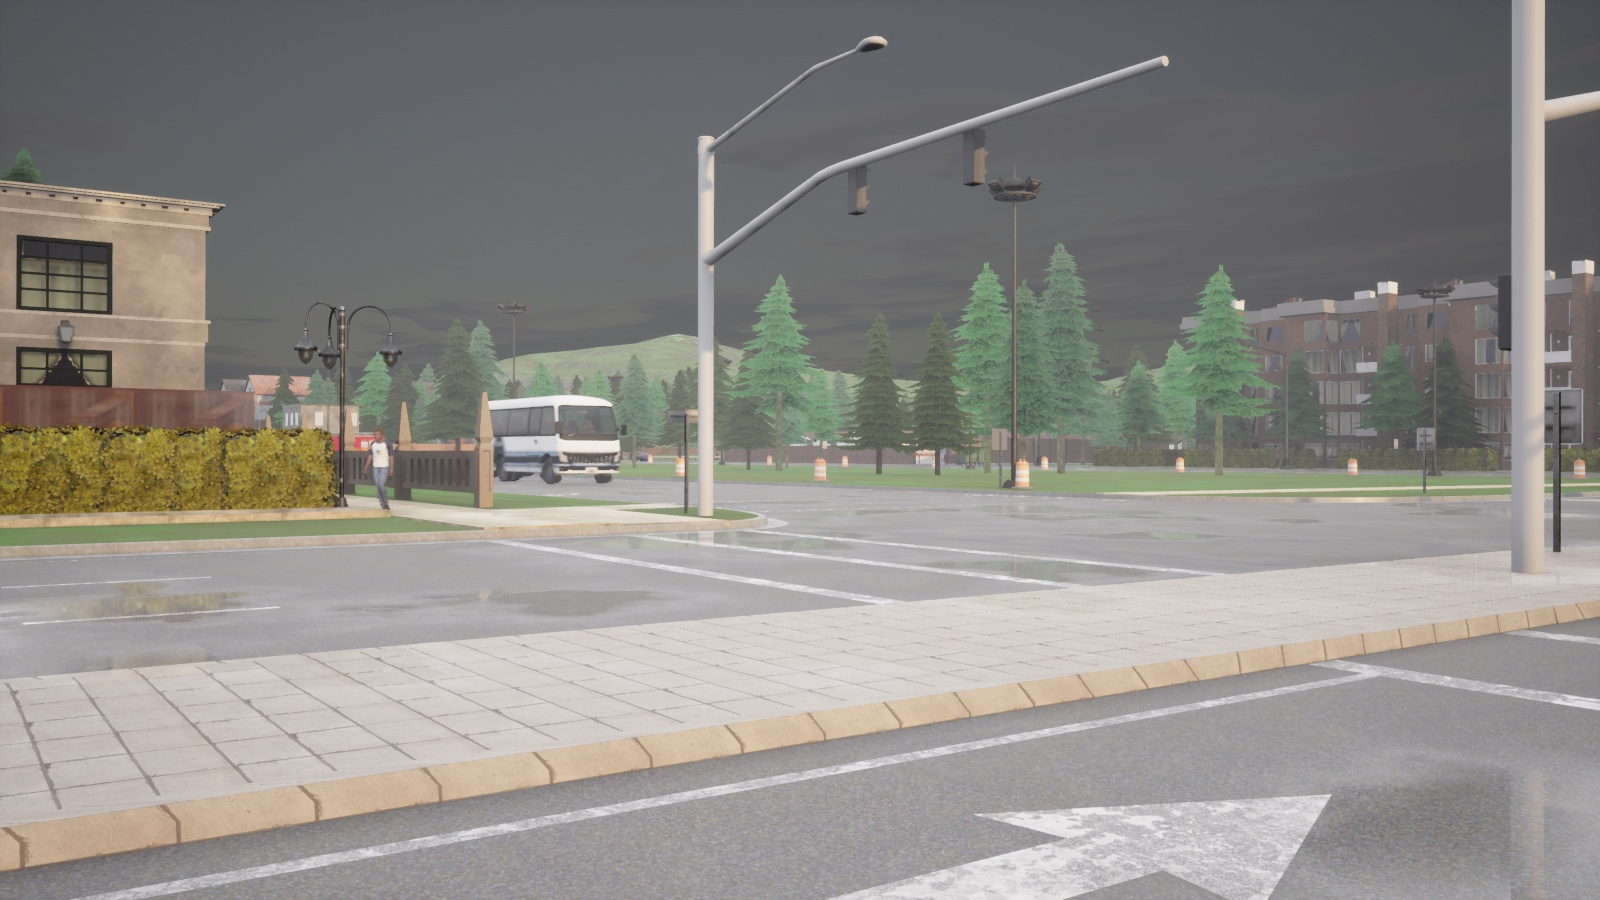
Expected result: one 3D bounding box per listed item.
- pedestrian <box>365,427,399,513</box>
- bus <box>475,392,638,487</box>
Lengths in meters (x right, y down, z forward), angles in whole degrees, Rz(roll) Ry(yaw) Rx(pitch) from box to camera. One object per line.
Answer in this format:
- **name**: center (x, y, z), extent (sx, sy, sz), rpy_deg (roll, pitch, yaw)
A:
- **pedestrian**: center (-9.020, 0.429, 27.105), extent (0.354, 1.836, 0.706), rpy_deg (0, 0, 15)
- **bus**: center (-12.163, -0.455, 61.766), extent (3.944, 4.253, 10.273), rpy_deg (0, 0, -35)
